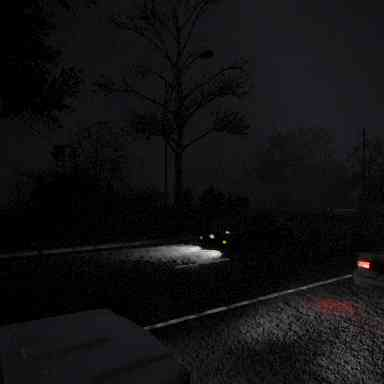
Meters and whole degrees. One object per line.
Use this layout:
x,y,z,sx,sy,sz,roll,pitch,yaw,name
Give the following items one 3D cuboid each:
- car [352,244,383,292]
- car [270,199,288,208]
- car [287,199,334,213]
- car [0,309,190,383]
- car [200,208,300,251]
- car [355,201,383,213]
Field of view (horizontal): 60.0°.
5.953,1.547,7.816,5.357,1.411,2.033,0,0,-34,car
12.892,1.626,45.615,1.895,1.301,4.718,0,0,-27,car
13.391,1.605,37.249,1.895,1.301,4.718,0,0,-28,car
-2.262,1.601,2.099,4.718,1.301,1.895,0,0,-35,car
2.413,1.564,14.238,4.181,1.385,1.994,0,0,-35,car
19.311,1.601,33.951,1.895,1.301,4.718,0,0,-31,car
